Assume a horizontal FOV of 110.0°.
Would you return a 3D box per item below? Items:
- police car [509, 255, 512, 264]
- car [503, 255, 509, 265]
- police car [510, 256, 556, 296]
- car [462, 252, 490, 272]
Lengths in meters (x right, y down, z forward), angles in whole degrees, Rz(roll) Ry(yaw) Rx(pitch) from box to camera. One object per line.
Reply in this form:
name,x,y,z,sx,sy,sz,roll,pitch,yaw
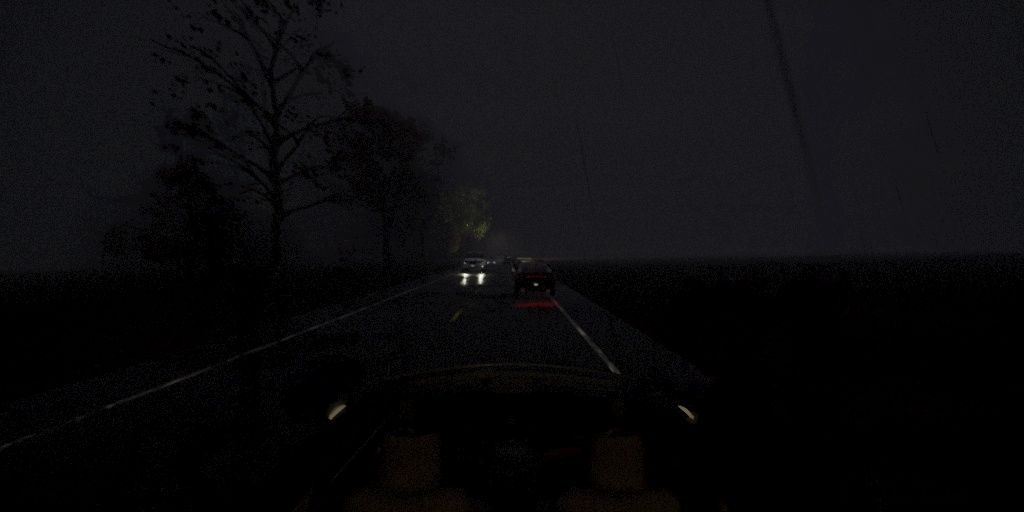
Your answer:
police car,0.946,0.868,28.011,1.930,1.638,5.238,0,1,0
car,-0.447,0.711,54.962,1.994,1.385,4.181,0,1,-1
police car,1.016,0.982,18.002,1.930,1.638,5.238,0,1,0
car,-3.772,0.571,36.882,2.150,2.045,5.566,0,0,0
